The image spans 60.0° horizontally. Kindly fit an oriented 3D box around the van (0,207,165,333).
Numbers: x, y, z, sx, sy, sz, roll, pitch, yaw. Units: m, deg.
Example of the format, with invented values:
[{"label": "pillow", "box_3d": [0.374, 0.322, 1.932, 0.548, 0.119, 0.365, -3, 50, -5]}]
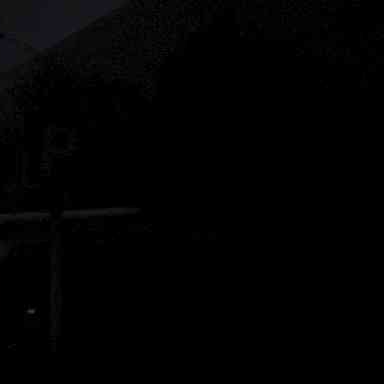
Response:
[{"label": "van", "box_3d": [-2.398, 1.353, 7.134, 1.878, 1.987, 4.442, -2, -1, 35]}]
